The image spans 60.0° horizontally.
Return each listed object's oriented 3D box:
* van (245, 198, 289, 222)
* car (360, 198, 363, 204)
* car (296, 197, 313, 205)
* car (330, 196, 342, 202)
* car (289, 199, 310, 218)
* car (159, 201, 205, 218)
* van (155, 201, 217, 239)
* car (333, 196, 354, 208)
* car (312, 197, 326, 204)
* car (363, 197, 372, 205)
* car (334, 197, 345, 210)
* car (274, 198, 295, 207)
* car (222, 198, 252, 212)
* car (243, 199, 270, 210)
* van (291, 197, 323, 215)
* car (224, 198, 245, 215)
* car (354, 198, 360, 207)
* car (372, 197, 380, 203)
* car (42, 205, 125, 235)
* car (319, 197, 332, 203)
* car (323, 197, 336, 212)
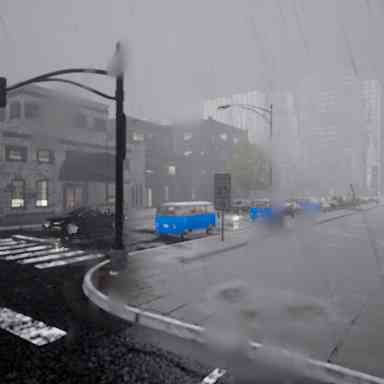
[{"bbox_3d":[6.125,1.448,26.751,1.690,1.788,3.998,0,0,35],"label":"van"},{"bbox_3d":[28.383,1.760,58.559,1.752,1.417,4.829,0,0,35],"label":"car"},{"bbox_3d":[21.429,1.727,63.239,1.887,1.381,4.507,0,0,35],"label":"car"},{"bbox_3d":[37.258,1.734,85.859,1.967,1.590,4.097,0,0,35],"label":"car"},{"bbox_3d":[9.290,1.667,31.274,1.887,1.381,4.507,0,0,35],"label":"car"},{"bbox_3d":[-0.829,1.580,31.431,1.752,1.417,4.829,0,0,35],"label":"car"},{"bbox_3d":[-0.206,1.418,17.702,1.690,1.788,3.998,0,0,35],"label":"van"},{"bbox_3d":[21.955,1.509,49.372,2.192,1.841,5.009,0,0,35],"label":"car"},{"bbox_3d":[27.663,1.750,72.147,1.752,1.417,4.829,0,0,35],"label":"car"},{"bbox_3d":[34.616,1.821,67.468,1.887,1.381,4.507,0,0,35],"label":"car"},{"bbox_3d":[18.787,1.741,44.847,1.947,1.339,4.313,0,0,35],"label":"car"},{"bbox_3d":[15.098,1.687,54.191,1.887,1.381,4.507,0,0,35],"label":"car"},{"bbox_3d":[5.601,1.528,40.619,1.967,1.590,4.097,0,0,35],"label":"car"},{"bbox_3d":[8.766,1.650,45.143,1.887,1.381,4.507,0,0,35],"label":"car"},{"bbox_3d":[12.457,1.481,35.799,1.690,1.788,3.998,0,0,35],"label":"van"},{"bbox_3d":[4.971,1.594,35.188,1.837,1.490,4.892,0,0,35],"label":"car"},{"bbox_3d":[25.121,1.528,53.896,2.192,1.841,5.009,0,0,35],"label":"car"},{"bbox_3d":[44.114,1.911,81.040,1.947,1.339,4.313,0,0,35],"label":"car"},{"bbox_3d":[-6.165,1.541,19.405,1.837,1.490,4.892,1,0,37],"label":"car"},{"bbox_3d":[30.926,1.814,76.811,1.947,1.339,4.313,0,0,35],"label":"car"},{"bbox_3d":[15.720,1.683,40.463,1.752,1.417,4.829,0,0,35],"label":"car"}]
